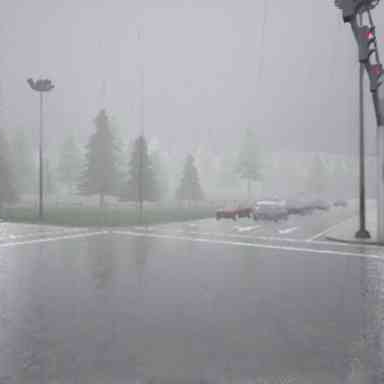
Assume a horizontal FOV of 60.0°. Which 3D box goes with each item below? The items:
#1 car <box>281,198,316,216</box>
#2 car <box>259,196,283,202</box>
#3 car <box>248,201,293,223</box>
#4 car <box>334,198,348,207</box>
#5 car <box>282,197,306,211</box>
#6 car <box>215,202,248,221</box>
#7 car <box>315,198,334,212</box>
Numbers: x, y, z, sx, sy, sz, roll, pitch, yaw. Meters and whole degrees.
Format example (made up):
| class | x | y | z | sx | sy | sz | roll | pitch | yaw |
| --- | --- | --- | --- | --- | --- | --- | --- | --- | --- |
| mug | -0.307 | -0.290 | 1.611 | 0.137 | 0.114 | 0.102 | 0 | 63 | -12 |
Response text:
| class | x | y | z | sx | sy | sz | roll | pitch | yaw |
| --- | --- | --- | --- | --- | --- | --- | --- | --- | --- |
| car | 11.419 | 1.718 | 35.414 | 1.882 | 1.535 | 5.008 | -1 | -1 | 32 |
| car | 9.167 | 1.494 | 38.398 | 2.150 | 2.045 | 5.566 | -1 | -1 | 32 |
| car | 6.653 | 1.763 | 27.895 | 1.994 | 1.385 | 4.181 | -1 | -1 | 33 |
| car | 25.867 | 1.873 | 58.030 | 1.837 | 1.490 | 4.892 | -1 | -1 | 33 |
| car | 14.389 | 1.671 | 46.681 | 2.097 | 1.767 | 4.553 | -1 | -1 | 32 |
| car | 3.866 | 1.704 | 29.985 | 1.882 | 1.535 | 5.008 | -1 | -1 | 32 |
| car | 17.250 | 1.855 | 44.660 | 1.994 | 1.385 | 4.181 | -1 | -1 | 32 |
